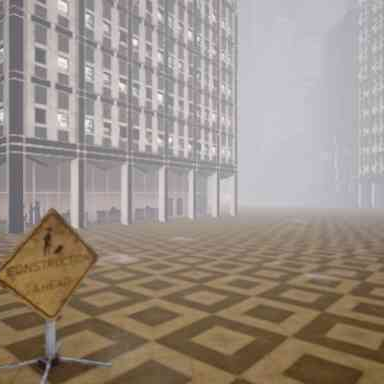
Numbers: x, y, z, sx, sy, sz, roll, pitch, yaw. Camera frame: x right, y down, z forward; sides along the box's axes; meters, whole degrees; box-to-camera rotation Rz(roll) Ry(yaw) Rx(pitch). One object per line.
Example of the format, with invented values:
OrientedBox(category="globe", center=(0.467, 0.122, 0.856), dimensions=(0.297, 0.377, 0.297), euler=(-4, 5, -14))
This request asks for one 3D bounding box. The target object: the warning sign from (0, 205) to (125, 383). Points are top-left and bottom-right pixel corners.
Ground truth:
OrientedBox(category="warning sign", center=(-1.626, 1.116, 3.824), dimensions=(1.060, 1.860, 1.300), euler=(0, 0, 36))
